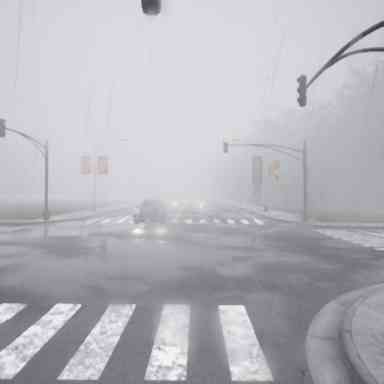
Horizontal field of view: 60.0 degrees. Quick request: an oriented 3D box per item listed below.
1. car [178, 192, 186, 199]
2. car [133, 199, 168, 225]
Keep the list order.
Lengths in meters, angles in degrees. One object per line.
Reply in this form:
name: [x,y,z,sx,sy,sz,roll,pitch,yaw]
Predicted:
car: [-2.909,1.003,94.185,2.150,2.045,5.566,0,0,0]
car: [-2.887,1.281,24.036,2.097,1.767,4.553,0,0,0]
